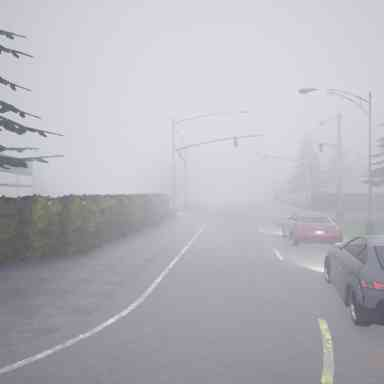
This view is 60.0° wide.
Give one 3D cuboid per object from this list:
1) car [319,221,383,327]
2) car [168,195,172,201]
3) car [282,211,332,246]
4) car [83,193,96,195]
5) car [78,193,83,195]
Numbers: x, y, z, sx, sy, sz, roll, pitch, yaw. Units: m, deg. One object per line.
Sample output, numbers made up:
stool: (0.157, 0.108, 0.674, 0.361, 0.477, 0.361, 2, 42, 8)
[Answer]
car: (3.996, 1.564, 6.790, 1.994, 1.385, 4.181, 0, 0, 14)
car: (-4.720, 1.374, 75.625, 1.845, 1.501, 3.633, 0, 0, 8)
car: (5.299, 1.564, 15.098, 1.994, 1.385, 4.181, 0, 0, 8)
car: (-23.116, 1.097, 78.259, 1.932, 1.855, 4.605, 0, 0, 8)
car: (-26.051, 1.077, 78.241, 1.905, 1.878, 3.866, 0, 0, 8)
